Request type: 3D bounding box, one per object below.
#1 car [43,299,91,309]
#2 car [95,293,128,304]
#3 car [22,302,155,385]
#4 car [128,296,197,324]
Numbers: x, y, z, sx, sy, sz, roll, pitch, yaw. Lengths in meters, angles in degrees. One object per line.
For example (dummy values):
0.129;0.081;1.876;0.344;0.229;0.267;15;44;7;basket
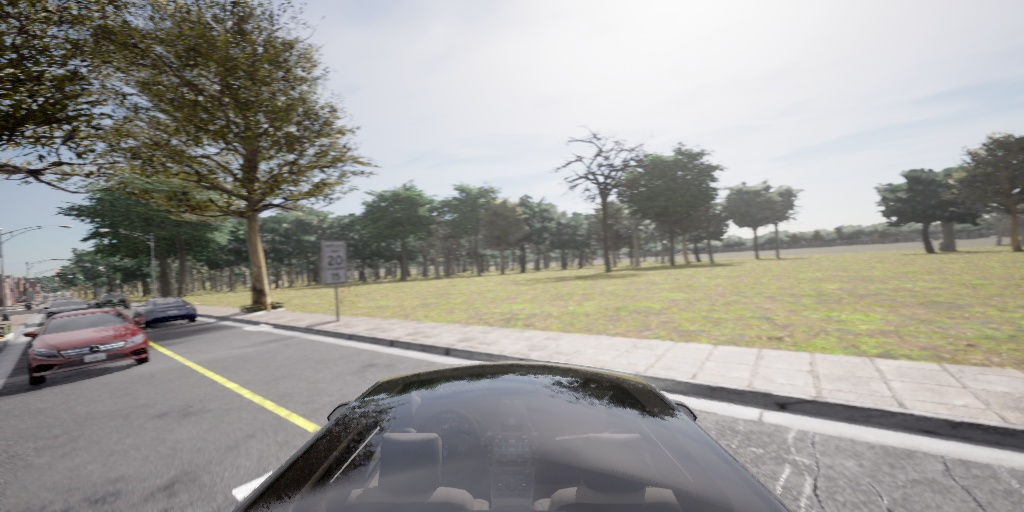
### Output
-31.120;3.816;25.150;5.008;1.535;1.882;-5;-1;39;car
-38.681;4.401;34.751;4.553;1.767;2.097;-5;-1;38;car
-11.123;2.152;9.415;4.674;1.442;1.812;-5;-1;38;car
-17.942;2.814;18.505;4.181;1.385;1.994;-5;-1;38;car
